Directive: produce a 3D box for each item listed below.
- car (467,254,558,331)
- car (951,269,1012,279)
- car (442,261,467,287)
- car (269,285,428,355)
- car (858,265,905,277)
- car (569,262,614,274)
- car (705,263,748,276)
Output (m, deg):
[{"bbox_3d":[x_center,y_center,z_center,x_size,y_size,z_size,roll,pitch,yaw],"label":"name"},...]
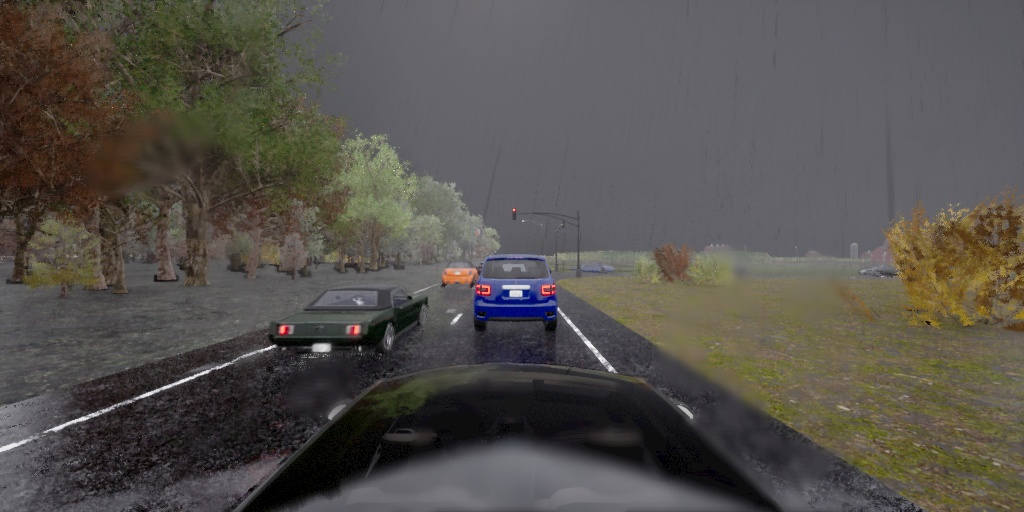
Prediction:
[{"bbox_3d":[0.088,0.974,11.080,2.150,2.045,5.566,0,0,0],"label":"car"},{"bbox_3d":[50.971,1.851,39.316,5.357,1.411,2.033,1,-1,1],"label":"car"},{"bbox_3d":[-3.430,1.107,24.734,2.097,1.767,4.553,0,0,0],"label":"car"},{"bbox_3d":[-3.408,1.353,8.647,1.895,1.301,4.718,0,0,0],"label":"car"},{"bbox_3d":[44.433,1.784,42.939,4.902,1.511,2.128,1,-1,0],"label":"car"},{"bbox_3d":[9.722,1.472,43.764,5.357,1.411,2.033,0,-1,11],"label":"car"},{"bbox_3d":[25.613,1.579,43.024,4.902,1.511,2.128,1,-1,0],"label":"car"}]
